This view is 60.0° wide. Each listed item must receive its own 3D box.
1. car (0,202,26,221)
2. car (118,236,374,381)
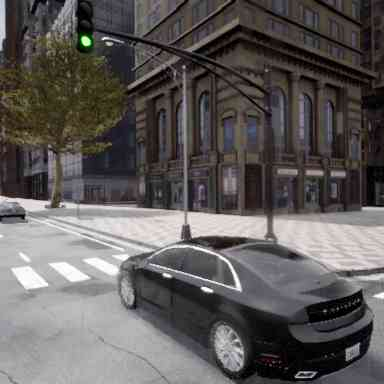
[{"bbox_3d":[-14.644,1.489,26.613,2.033,1.411,5.357,-1,0,-36],"label":"car"},{"bbox_3d":[0.362,1.510,5.639,1.837,1.490,4.892,-1,0,-36],"label":"car"}]
